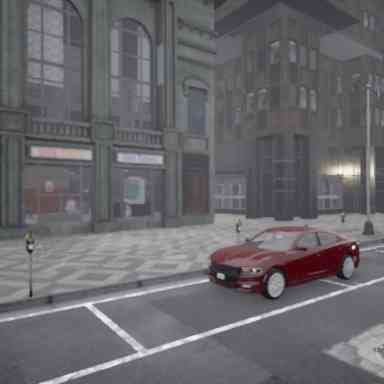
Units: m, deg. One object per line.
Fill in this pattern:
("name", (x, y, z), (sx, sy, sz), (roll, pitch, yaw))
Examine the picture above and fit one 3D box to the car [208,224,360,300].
("car", (2.447, 1.546, 8.396), (4.507, 1.381, 1.887), (0, 0, -35))
